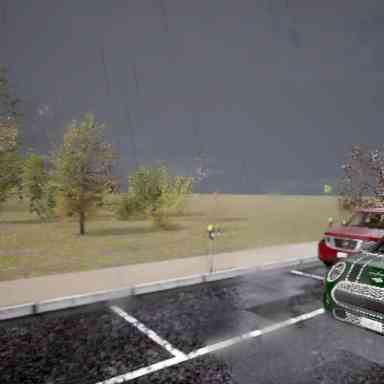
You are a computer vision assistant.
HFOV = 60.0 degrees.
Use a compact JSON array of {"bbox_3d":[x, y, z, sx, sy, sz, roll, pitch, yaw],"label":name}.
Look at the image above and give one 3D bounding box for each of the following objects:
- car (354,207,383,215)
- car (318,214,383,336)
[{"bbox_3d":[6.125,1.423,10.464,5.009,1.841,2.192,1,0,-36],"label":"car"},{"bbox_3d":[4.532,1.423,6.312,4.553,1.767,2.097,1,0,-36],"label":"car"}]
